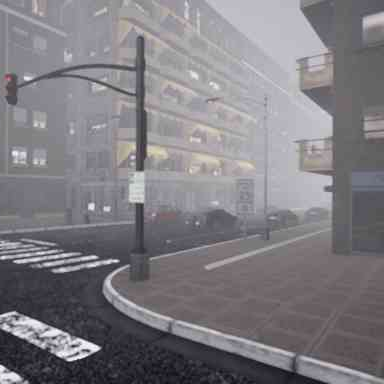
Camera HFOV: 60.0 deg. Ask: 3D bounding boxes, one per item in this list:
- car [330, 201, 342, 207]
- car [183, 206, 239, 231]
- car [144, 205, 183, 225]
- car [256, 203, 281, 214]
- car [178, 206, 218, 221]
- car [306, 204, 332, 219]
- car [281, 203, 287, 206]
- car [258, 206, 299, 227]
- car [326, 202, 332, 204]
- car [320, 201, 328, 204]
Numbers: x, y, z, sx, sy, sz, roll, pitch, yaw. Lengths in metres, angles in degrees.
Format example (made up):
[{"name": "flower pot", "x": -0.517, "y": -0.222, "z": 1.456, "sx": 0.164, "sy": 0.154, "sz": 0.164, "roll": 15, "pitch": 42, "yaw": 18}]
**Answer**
[{"name": "car", "x": 36.231, "y": 3.010, "z": 83.630, "sx": 1.967, "sy": 1.590, "sz": 4.097, "roll": -1, "pitch": -1, "yaw": 35}, {"name": "car", "x": 1.678, "y": 1.917, "z": 23.751, "sx": 1.812, "sy": 1.442, "sz": 4.674, "roll": 0, "pitch": -1, "yaw": 35}, {"name": "car", "x": -2.587, "y": 1.809, "z": 27.687, "sx": 1.967, "sy": 1.590, "sz": 4.097, "roll": -1, "pitch": -1, "yaw": 35}, {"name": "car", "x": 10.361, "y": 2.315, "z": 46.325, "sx": 1.887, "sy": 1.381, "sz": 4.507, "roll": -1, "pitch": -1, "yaw": 35}, {"name": "car", "x": 0.650, "y": 2.051, "z": 32.344, "sx": 1.802, "sy": 1.307, "sz": 4.206, "roll": -1, "pitch": -1, "yaw": 35}, {"name": "car", "x": 13.952, "y": 2.289, "z": 36.921, "sx": 1.947, "sy": 1.339, "sz": 4.313, "roll": -1, "pitch": -1, "yaw": 35}, {"name": "car", "x": 13.501, "y": 2.392, "z": 50.847, "sx": 1.752, "sy": 1.417, "sz": 4.829, "roll": -1, "pitch": -1, "yaw": 35}, {"name": "car", "x": 7.477, "y": 2.089, "z": 27.600, "sx": 1.947, "sy": 1.339, "sz": 4.313, "roll": -1, "pitch": -1, "yaw": 35}, {"name": "car", "x": 20.523, "y": 2.452, "z": 46.383, "sx": 1.752, "sy": 1.417, "sz": 4.829, "roll": -1, "pitch": -1, "yaw": 35}, {"name": "car", "x": 29.750, "y": 2.810, "z": 74.314, "sx": 1.967, "sy": 1.590, "sz": 4.097, "roll": -1, "pitch": -1, "yaw": 35}]
